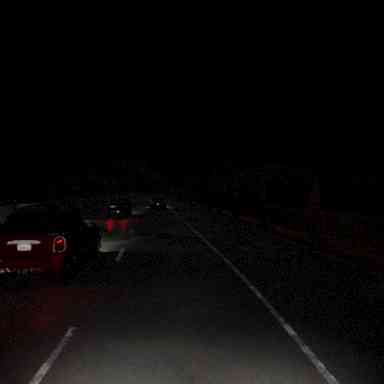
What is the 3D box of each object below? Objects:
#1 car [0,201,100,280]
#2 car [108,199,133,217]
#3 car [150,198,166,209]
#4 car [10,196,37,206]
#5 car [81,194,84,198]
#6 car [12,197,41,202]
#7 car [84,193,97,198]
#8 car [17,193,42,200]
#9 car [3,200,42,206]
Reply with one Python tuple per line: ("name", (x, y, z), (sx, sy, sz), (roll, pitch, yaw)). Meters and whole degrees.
("car", (-4.152, 1.324, 9.983), (2.097, 1.767, 4.553), (0, 0, -5))
("car", (-6.374, 1.398, 29.747), (2.128, 1.511, 4.902), (0, 0, -7))
("car", (-4.329, 1.422, 42.019), (1.994, 1.385, 4.181), (0, 0, -7))
("car", (-27.002, 1.411, 53.440), (2.033, 1.411, 5.357), (0, 0, -6))
("car", (-27.448, 1.123, 86.585), (1.882, 1.535, 5.008), (0, 0, -7))
("car", (-17.708, 1.513, 34.411), (1.895, 1.301, 4.718), (0, 0, -7))
("car", (-22.568, 1.370, 75.396), (1.895, 1.301, 4.718), (0, 0, -7))
("car", (-22.615, 1.106, 46.027), (2.150, 2.045, 5.566), (0, 0, -7))
("car", (-8.614, 1.427, 18.958), (1.882, 1.535, 5.008), (0, 0, -7))
